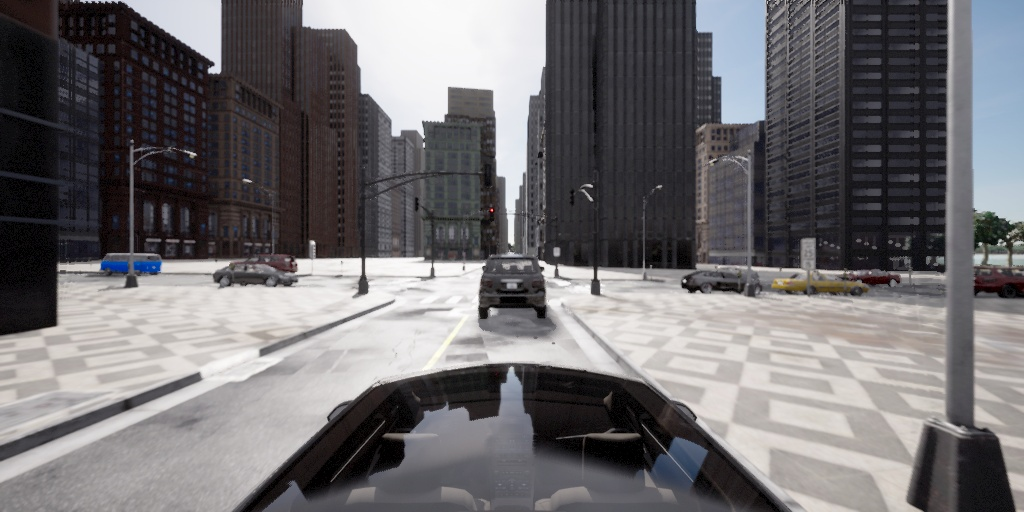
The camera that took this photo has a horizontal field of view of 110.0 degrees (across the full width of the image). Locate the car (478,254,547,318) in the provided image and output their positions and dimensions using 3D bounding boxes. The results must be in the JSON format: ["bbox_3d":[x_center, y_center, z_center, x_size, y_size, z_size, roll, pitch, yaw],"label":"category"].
[{"bbox_3d":[0.042,0.971,13.124,2.150,2.045,5.566,0,0,1],"label":"car"}]

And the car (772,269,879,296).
[{"bbox_3d":[17.939,1.574,20.891,4.829,1.417,1.751,0,0,0],"label":"car"}]

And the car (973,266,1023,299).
[{"bbox_3d":[29.056,1.544,20.889,5.009,1.841,2.192,0,0,0],"label":"car"}]

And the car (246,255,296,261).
[{"bbox_3d":[-20.228,0.803,29.325,5.009,1.841,2.192,0,0,0],"label":"car"}]

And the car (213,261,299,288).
[{"bbox_3d":[-14.781,1.118,20.799,4.403,1.370,2.007,0,0,0],"label":"car"}]

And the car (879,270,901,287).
[{"bbox_3d":[29.065,1.771,29.415,4.507,1.381,1.888,0,0,0],"label":"car"}]

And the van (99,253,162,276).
[{"bbox_3d":[-31.147,0.683,29.327,3.998,1.789,1.690,0,0,0],"label":"van"}]

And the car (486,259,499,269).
[{"bbox_3d":[-3.074,1.262,56.783,1.837,1.490,4.892,0,0,0],"label":"car"}]

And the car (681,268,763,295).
[{"bbox_3d":[12.127,1.527,20.891,4.313,1.339,1.948,0,0,0],"label":"car"}]
